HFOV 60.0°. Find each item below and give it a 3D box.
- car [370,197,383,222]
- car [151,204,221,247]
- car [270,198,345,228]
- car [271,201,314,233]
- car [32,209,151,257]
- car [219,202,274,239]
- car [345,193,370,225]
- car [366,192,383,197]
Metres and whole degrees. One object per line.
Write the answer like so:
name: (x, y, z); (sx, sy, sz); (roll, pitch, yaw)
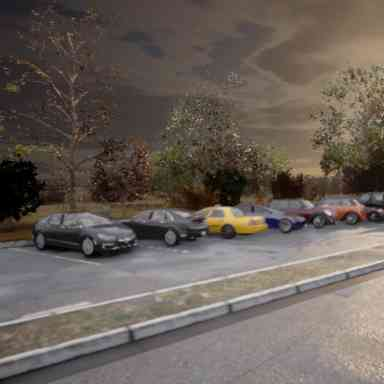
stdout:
car: (11.608, 1.325, 24.314); (4.674, 1.452, 2.002); (-1, -1, 34)
car: (-1.508, 1.455, 14.922); (4.892, 1.521, 2.231); (-1, 0, 34)
car: (6.741, 1.222, 20.866); (4.553, 1.767, 2.185); (-1, -1, 34)
car: (4.035, 1.412, 18.861); (4.792, 1.488, 2.163); (-1, -1, 34)
car: (-4.276, 1.490, 12.958); (4.892, 1.521, 2.231); (-1, -1, 35)
car: (1.093, 1.419, 17.000); (5.366, 1.575, 1.946); (-1, 0, 34)
car: (9.209, 1.190, 22.556); (4.553, 1.767, 2.185); (-1, 0, 34)
car: (13.997, 1.003, 26.059); (5.566, 2.045, 2.435); (-1, 0, 34)
